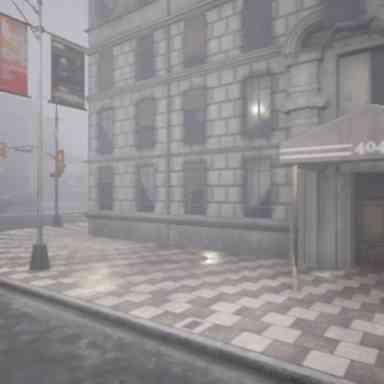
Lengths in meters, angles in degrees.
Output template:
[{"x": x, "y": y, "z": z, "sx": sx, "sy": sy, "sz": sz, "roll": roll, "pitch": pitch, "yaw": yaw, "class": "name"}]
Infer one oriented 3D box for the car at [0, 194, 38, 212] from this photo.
[{"x": -20.630, "y": 1.217, "z": 38.813, "sx": 2.150, "sy": 2.045, "sz": 5.566, "roll": 0, "pitch": 0, "yaw": 36, "class": "car"}]
